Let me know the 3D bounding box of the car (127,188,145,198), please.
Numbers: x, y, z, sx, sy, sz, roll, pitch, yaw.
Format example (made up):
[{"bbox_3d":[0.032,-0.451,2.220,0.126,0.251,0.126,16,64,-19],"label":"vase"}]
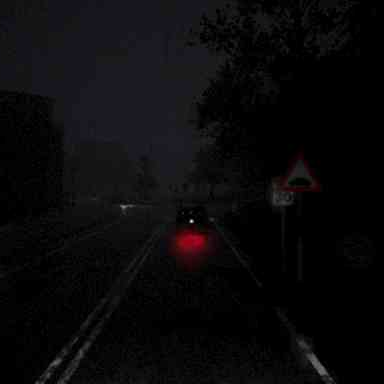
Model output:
[{"bbox_3d":[-11.484,0.217,63.292,2.150,2.045,5.566,-1,0,41],"label":"car"}]

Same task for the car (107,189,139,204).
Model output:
[{"bbox_3d":[-9.573,0.821,43.980,2.128,1.511,4.902,2,0,-39],"label":"car"}]

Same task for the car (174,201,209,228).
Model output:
[{"bbox_3d":[-0.025,1.304,20.418,1.837,1.490,4.892,0,1,0],"label":"car"}]
